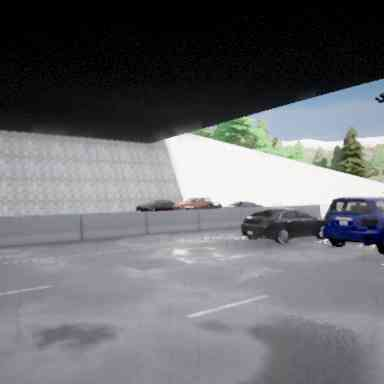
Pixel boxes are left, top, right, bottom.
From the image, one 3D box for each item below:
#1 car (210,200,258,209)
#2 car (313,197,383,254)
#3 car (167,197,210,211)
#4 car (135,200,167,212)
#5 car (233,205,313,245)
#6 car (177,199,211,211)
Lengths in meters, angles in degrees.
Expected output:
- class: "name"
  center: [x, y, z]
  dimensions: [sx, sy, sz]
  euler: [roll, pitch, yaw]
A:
- class: "car"
  center: [4.157, 1.496, 28.441]
  dimensions: [4.674, 1.442, 1.812]
  euler: [0, 0, -35]
- class: "car"
  center: [7.617, 1.200, 13.474]
  dimensions: [5.566, 2.045, 2.150]
  euler: [0, 0, -35]
- class: "car"
  center: [0.215, 1.322, 34.226]
  dimensions: [4.553, 1.767, 2.097]
  euler: [0, 0, -35]
- class: "car"
  center: [-3.366, 1.520, 35.976]
  dimensions: [5.357, 1.411, 2.033]
  euler: [0, 0, -35]
- class: "car"
  center: [4.443, 1.486, 15.510]
  dimensions: [4.892, 1.490, 1.837]
  euler: [0, 0, -35]
- class: "car"
  center: [1.366, 1.572, 30.752]
  dimensions: [4.718, 1.301, 1.895]
  euler: [0, 0, -35]
